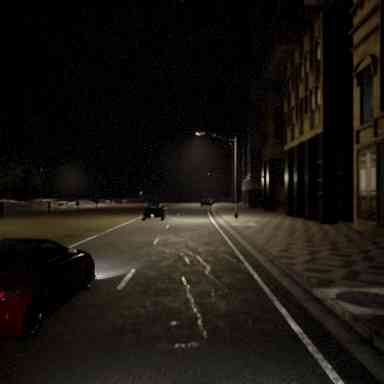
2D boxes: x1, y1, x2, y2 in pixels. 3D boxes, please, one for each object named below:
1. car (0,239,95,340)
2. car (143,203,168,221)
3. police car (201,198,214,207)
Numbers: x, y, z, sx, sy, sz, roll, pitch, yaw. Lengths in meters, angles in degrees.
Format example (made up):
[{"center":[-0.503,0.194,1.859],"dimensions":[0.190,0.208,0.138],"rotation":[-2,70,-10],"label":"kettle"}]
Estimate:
[{"center":[-3.395,1.616,6.629],"dimensions":[1.994,1.385,4.181],"rotation":[0,0,0],"label":"car"},{"center":[-3.313,1.769,30.458],"dimensions":[1.837,1.490,4.892],"rotation":[0,-1,1],"label":"car"},{"center":[2.746,2.083,65.280],"dimensions":[1.930,1.638,5.238],"rotation":[0,-1,5],"label":"police car"}]
